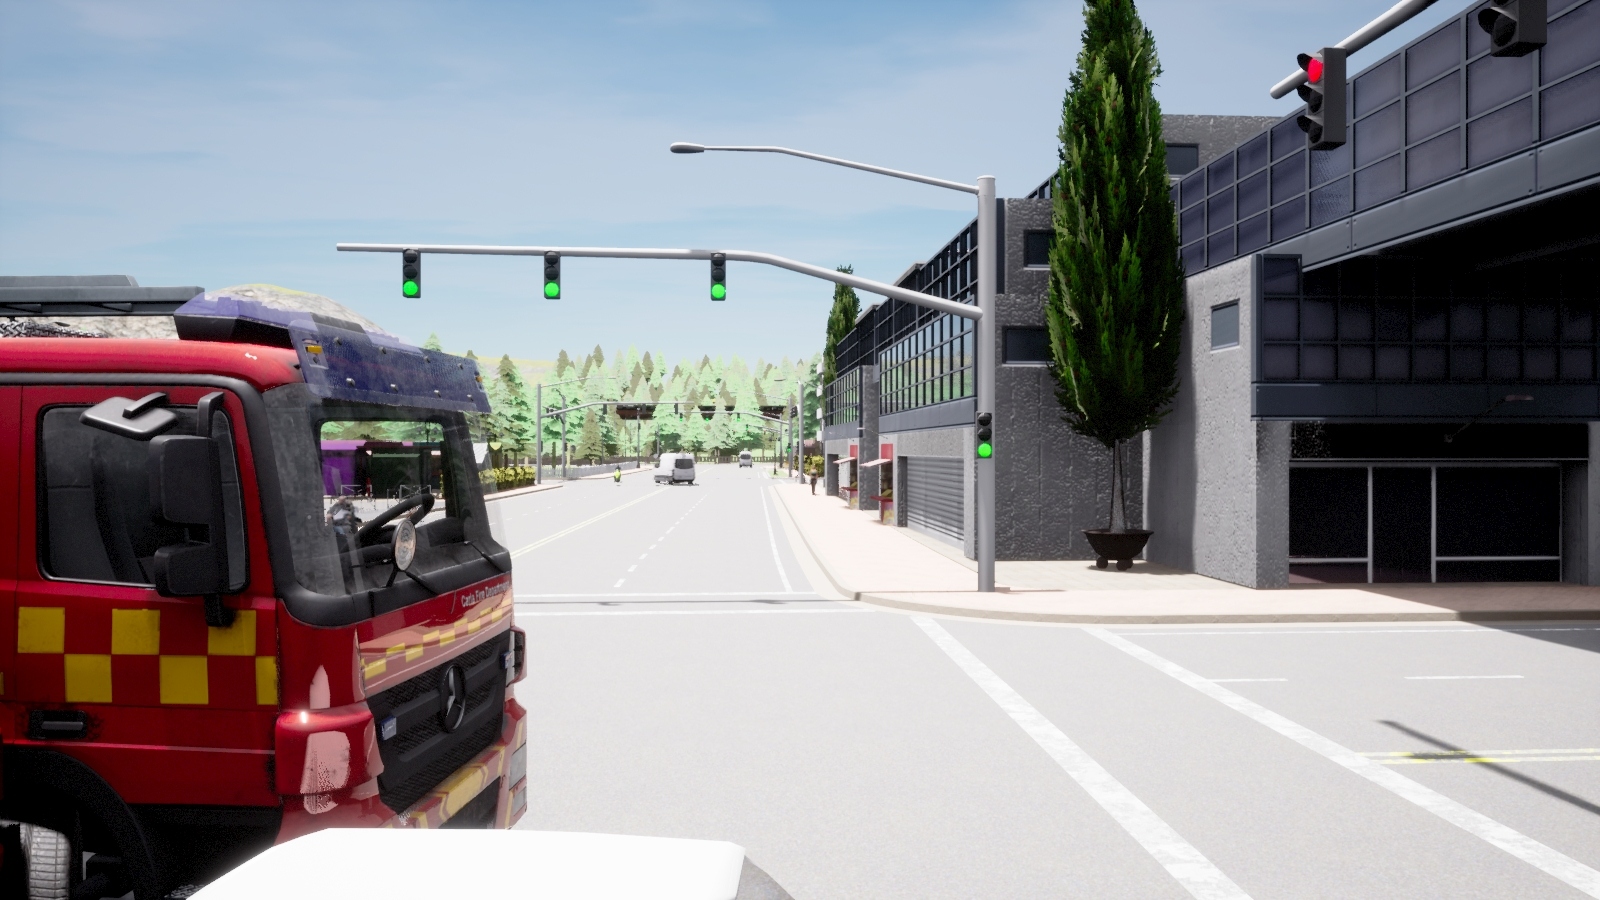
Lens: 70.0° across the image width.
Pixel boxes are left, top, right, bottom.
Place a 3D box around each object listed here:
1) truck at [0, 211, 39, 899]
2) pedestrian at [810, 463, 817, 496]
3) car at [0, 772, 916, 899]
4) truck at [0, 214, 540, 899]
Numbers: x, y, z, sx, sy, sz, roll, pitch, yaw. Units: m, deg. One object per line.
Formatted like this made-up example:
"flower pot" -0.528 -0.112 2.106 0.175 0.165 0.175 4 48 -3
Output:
"truck" -7.587 0.890 3.490 8.468 3.827 2.891 0 0 -3
"pedestrian" 0.789 1.696 65.965 0.375 1.860 0.375 0 0 0
"car" -1.549 2.065 3.579 3.806 1.475 1.970 0 0 5
"truck" -6.102 0.890 6.659 8.468 3.827 2.891 0 0 4
